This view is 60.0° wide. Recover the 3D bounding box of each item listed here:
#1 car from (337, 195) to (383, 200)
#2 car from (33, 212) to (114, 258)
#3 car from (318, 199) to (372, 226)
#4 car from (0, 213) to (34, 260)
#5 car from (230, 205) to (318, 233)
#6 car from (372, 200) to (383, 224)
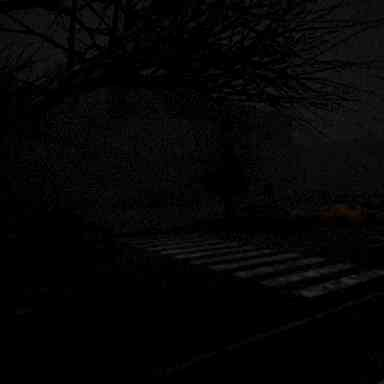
[{"bbox_3d":[14.411,1.247,26.820,5.566,2.045,2.435,-1,-1,35],"label":"car"},{"bbox_3d":[-5.151,1.529,12.879,4.792,1.488,2.163,-1,-1,34],"label":"car"},{"bbox_3d":[9.337,1.507,23.443,5.366,1.575,1.946,-1,0,35],"label":"car"},{"bbox_3d":[-7.621,1.538,11.144,4.674,1.452,2.002,-1,-1,35],"label":"car"},{"bbox_3d":[4.627,1.536,19.845,4.792,1.488,2.163,-1,-1,34],"label":"car"},{"bbox_3d":[11.937,1.543,25.090,4.674,1.452,2.002,-1,-1,34],"label":"car"}]
